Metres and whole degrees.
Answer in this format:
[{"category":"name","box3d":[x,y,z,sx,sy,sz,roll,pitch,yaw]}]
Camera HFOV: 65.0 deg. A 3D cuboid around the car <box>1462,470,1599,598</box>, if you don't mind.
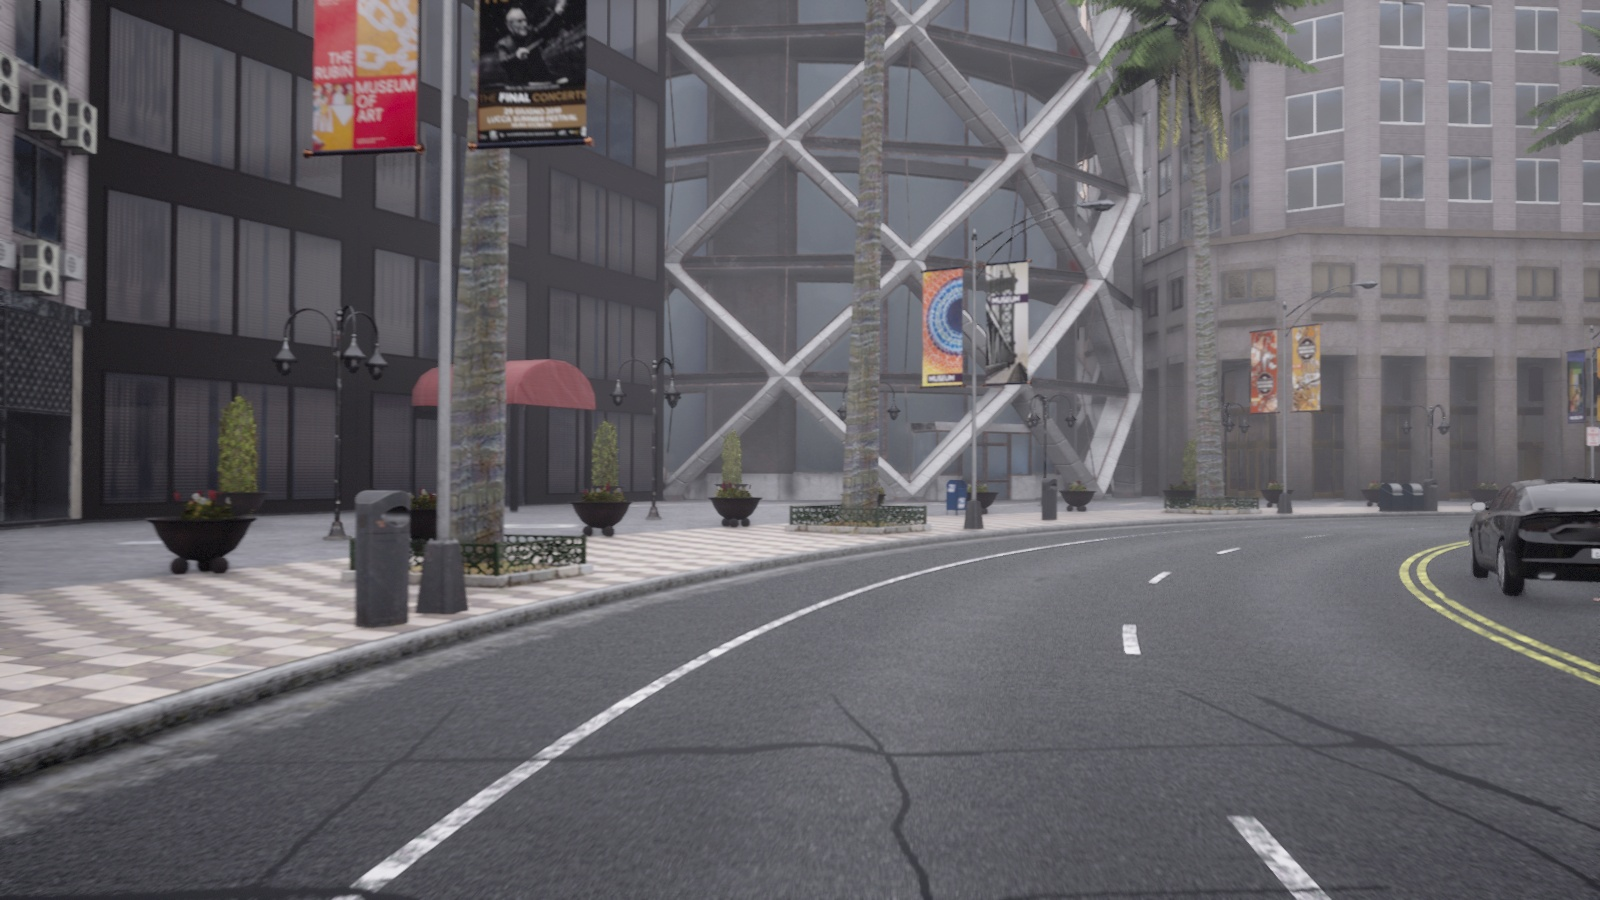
[{"category":"car","box3d":[10.582,1.050,17.457,1.882,1.535,5.008,-1,-1,22]}]
